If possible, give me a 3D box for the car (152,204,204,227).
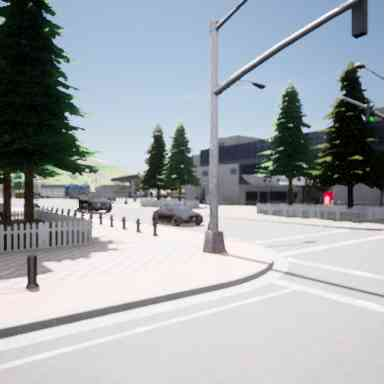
[{"bbox_3d":[-1.059,1.570,23.129,1.994,1.385,4.181,0,0,-37],"label":"car"}]

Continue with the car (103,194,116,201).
[{"bbox_3d":[-20.576,1.376,83.035,1.970,1.475,3.806,0,0,-37],"label":"car"}]

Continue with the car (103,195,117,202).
[{"bbox_3d":[-18.548,1.368,75.299,1.845,1.501,3.633,0,0,-37],"label":"car"}]

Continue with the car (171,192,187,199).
[{"bbox_3d":[-3.541,1.078,86.262,1.932,1.855,4.605,0,0,-37],"label":"car"}]

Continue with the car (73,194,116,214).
[{"bbox_3d":[-10.481,1.230,35.628,2.150,2.045,5.566,0,0,-37],"label":"car"}]

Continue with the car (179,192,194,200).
[{"bbox_3d":[-1.453,1.056,88.324,1.905,1.878,3.866,0,0,-37],"label":"car"}]
